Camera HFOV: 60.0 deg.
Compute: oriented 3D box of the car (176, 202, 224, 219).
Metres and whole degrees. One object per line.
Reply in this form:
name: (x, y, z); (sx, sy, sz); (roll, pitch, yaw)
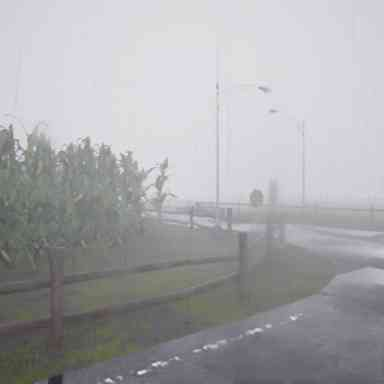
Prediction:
car: (0.521, 1.520, 28.059); (1.895, 1.301, 4.718); (0, 0, -35)
